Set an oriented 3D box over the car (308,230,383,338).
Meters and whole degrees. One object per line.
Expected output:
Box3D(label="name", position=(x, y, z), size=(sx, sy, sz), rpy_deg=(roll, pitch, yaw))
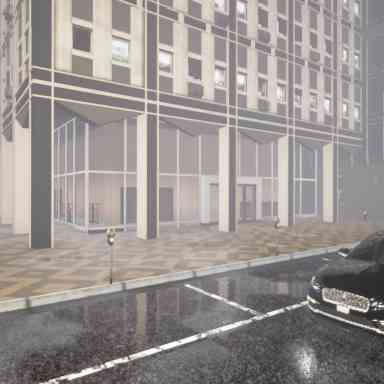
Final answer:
Box3D(label="car", position=(4.241, 1.507, 6.396), size=(4.892, 1.490, 1.837), rpy_deg=(0, 0, -35))
